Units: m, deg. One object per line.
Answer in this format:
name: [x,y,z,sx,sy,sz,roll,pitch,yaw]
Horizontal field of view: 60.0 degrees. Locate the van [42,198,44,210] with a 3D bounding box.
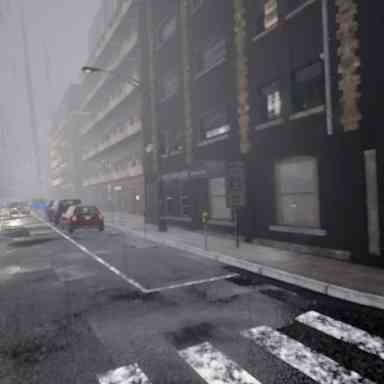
van: [-11.912,1.467,29.297,1.690,1.788,3.998,-1,0,-29]

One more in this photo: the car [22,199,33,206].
car: [-36.041,2.205,72.753,1.947,1.339,4.313,-1,0,-29]

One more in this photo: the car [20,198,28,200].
car: [-23.690,1.912,44.943,1.837,1.490,4.892,-2,0,-29]

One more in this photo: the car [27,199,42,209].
car: [-25.398,1.938,53.588,1.752,1.417,4.829,-1,0,-29]

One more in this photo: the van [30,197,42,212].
van: [-19.957,1.638,43.783,1.690,1.788,3.998,-1,0,-29]

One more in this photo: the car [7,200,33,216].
car: [-18.849,1.905,36.343,1.895,1.301,4.718,-2,0,-29]

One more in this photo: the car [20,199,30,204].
car: [-41.404,2.319,82.411,1.947,1.339,4.313,-1,0,-29]

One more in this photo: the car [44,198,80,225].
car: [-9.231,1.384,24.468,2.192,1.841,5.009,-1,0,-29]

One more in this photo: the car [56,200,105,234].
car: [-6.547,1.452,19.639,1.967,1.590,4.097,-1,0,-29]
